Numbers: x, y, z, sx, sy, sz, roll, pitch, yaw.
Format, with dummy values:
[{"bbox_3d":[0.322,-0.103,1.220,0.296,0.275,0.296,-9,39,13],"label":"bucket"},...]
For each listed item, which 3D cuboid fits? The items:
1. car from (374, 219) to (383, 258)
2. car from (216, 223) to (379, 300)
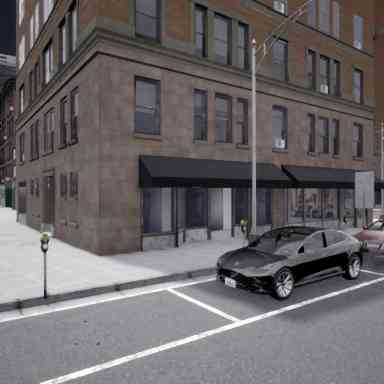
[{"bbox_3d":[7.073,1.582,11.569,4.206,1.307,1.802,0,0,-35],"label":"car"},{"bbox_3d":[2.592,1.566,8.378,4.313,1.339,1.947,0,0,-35],"label":"car"}]
